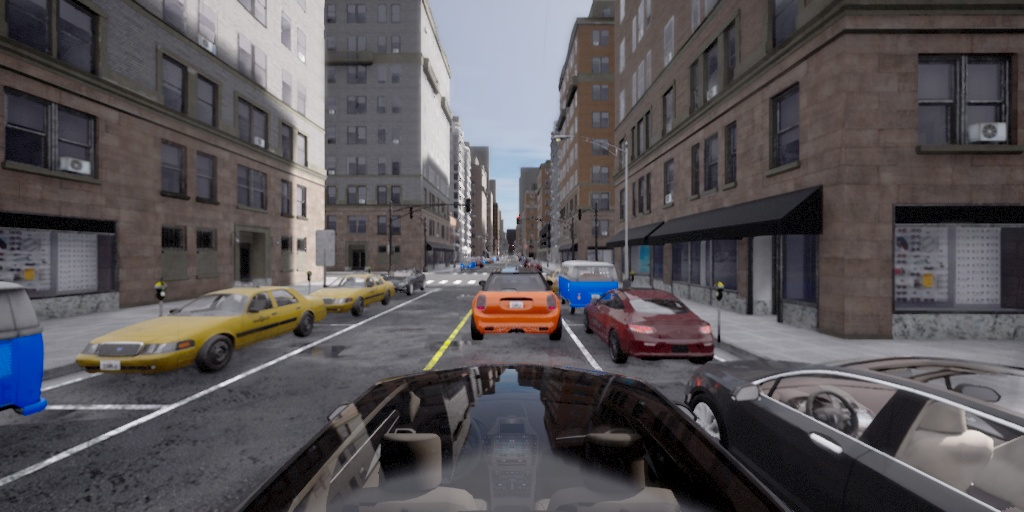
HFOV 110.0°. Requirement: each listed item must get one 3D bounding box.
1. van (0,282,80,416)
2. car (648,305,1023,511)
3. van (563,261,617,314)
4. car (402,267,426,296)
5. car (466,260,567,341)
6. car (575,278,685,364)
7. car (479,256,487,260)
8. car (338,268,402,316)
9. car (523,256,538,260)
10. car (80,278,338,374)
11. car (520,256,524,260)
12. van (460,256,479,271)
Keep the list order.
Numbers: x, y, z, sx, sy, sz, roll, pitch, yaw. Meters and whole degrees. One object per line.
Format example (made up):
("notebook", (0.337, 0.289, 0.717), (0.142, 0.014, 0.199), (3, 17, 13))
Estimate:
("van", (-5.859, 1.091, 2.131), (1.690, 1.789, 3.998), (0, 0, 0))
("car", (2.666, 1.300, 2.112), (2.007, 1.370, 4.403), (0, 0, 0))
("van", (2.710, 1.078, 13.453), (1.690, 1.789, 3.998), (0, 0, 0))
("car", (-5.794, 1.279, 19.137), (2.007, 1.370, 4.403), (0, 0, 0))
("car", (0.109, 1.094, 10.049), (2.097, 1.767, 4.553), (0, 0, 0))
("car", (2.688, 1.327, 7.783), (1.802, 1.307, 4.207), (0, 0, 0))
("car", (-5.648, 0.981, 57.505), (2.192, 1.841, 5.009), (0, 0, 0))
("car", (-5.816, 1.263, 13.299), (1.751, 1.417, 4.829), (0, 0, 0))
("car", (2.835, 1.127, 46.317), (1.967, 1.591, 4.097), (0, 0, 0))
("car", (-5.838, 1.270, 7.630), (1.751, 1.417, 4.829), (0, 0, 0))
("car", (2.878, 0.981, 57.488), (2.192, 1.841, 5.009), (0, 0, 0))
("van", (-5.690, 1.028, 46.332), (1.690, 1.789, 3.998), (0, 0, 0))
